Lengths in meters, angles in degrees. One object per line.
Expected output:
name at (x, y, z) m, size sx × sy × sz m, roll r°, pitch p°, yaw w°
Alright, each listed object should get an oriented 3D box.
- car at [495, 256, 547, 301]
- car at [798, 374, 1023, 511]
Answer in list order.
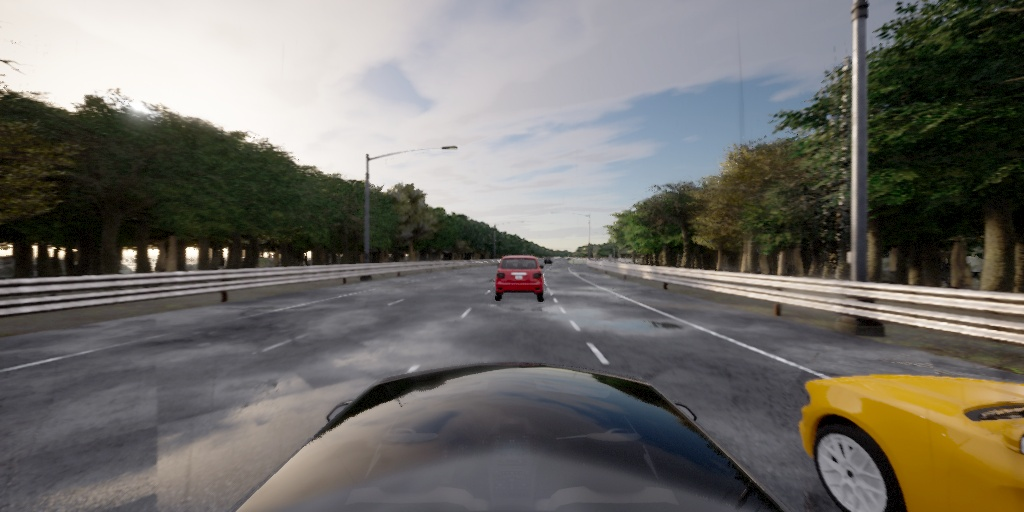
car at (0.410, 1.009, 17.914) m, size 2.150 × 2.045 × 5.566 m, roll 0°, pitch 0°, yaw 2°
car at (3.486, 1.242, 1.124) m, size 1.882 × 1.535 × 5.008 m, roll 0°, pitch 0°, yaw 0°
